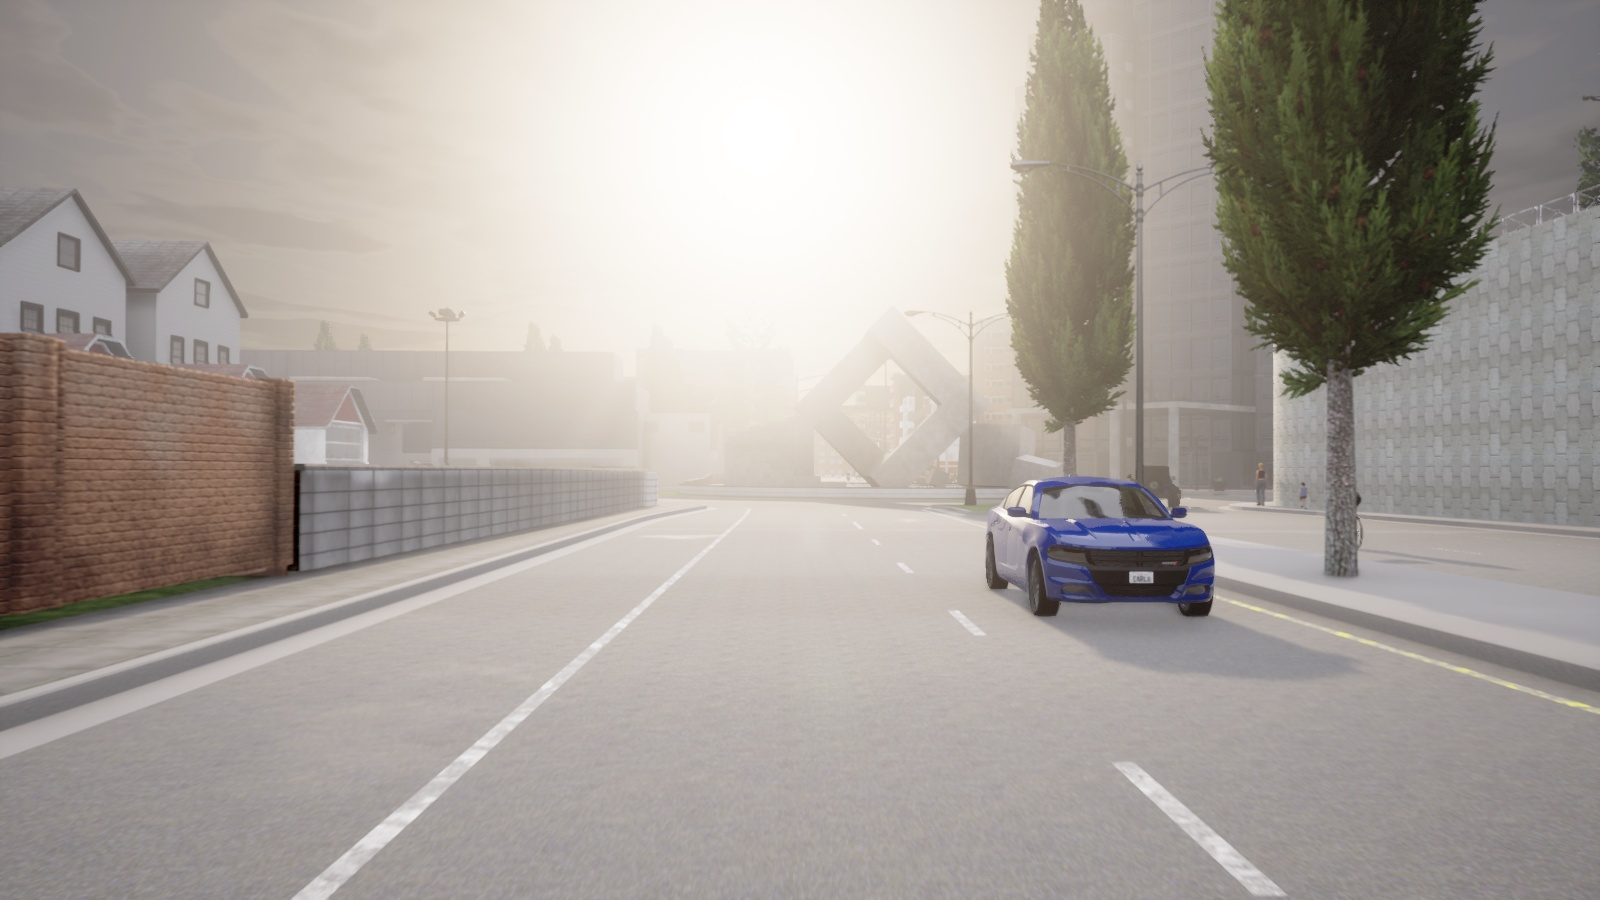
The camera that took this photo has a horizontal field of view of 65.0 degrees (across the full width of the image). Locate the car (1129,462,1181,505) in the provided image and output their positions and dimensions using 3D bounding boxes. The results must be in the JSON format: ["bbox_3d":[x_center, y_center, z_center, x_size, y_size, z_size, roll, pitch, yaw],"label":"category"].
[{"bbox_3d":[16.241,1.505,57.327,1.905,1.878,3.866,-1,-1,21],"label":"car"}]

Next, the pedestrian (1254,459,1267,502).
[{"bbox_3d":[19.593,1.286,53.467,0.345,1.836,0.594,0,-1,2],"label":"pedestrian"}]

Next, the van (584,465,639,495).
[{"bbox_3d":[-12.920,2.066,86.414,1.775,1.987,4.442,-1,-1,22],"label":"van"}]

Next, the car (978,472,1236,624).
[{"bbox_3d":[3.463,1.033,15.213,1.882,1.535,5.008,0,-1,0],"label":"car"}]
